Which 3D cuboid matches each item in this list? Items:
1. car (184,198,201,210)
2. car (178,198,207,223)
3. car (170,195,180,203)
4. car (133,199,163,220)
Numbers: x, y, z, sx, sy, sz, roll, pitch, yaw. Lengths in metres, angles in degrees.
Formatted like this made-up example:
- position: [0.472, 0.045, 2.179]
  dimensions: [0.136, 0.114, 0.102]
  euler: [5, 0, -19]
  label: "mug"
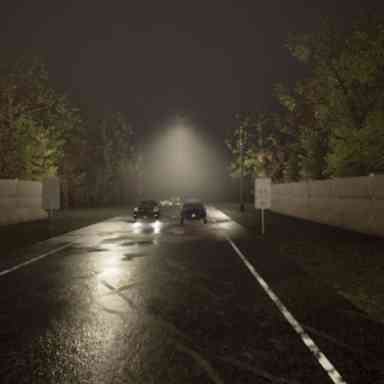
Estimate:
- position: [0.091, 1.539, 43.434]
  dimensions: [2.033, 1.411, 5.357]
  euler: [0, 0, 0]
  label: "car"
- position: [0.099, 1.474, 25.248]
  dimensions: [1.882, 1.535, 5.008]
  euler: [-1, 0, 0]
  label: "car"
- position: [-3.499, 1.420, 68.369]
  dimensions: [1.882, 1.535, 5.008]
  euler: [0, 0, 0]
  label: "car"
- position: [-3.597, 1.354, 27.910]
  dimensions: [2.097, 1.767, 4.553]
  euler: [0, 0, 0]
  label: "car"
